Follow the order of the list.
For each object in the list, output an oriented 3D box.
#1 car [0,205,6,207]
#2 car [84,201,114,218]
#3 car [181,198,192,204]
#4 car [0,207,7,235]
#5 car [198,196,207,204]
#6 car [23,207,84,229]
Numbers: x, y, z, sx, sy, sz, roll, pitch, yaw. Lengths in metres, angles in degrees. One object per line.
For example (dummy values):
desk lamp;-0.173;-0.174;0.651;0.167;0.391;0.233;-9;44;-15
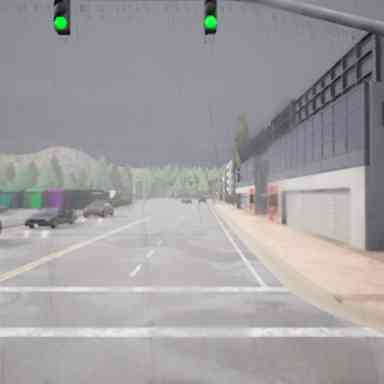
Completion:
car;-24.360;1.822;39.862;3.806;1.475;1.970;0;-1;1
car;-9.722;1.725;34.938;2.097;1.767;4.553;0;-1;2
car;-1.442;2.493;92.305;1.812;1.442;4.674;0;-1;23
car;-10.410;1.649;14.635;2.128;1.511;4.902;0;-1;2
car;2.939;2.180;92.541;2.150;2.045;5.566;0;-1;2
car;-10.109;1.808;24.390;2.033;1.411;5.357;0;-1;2
